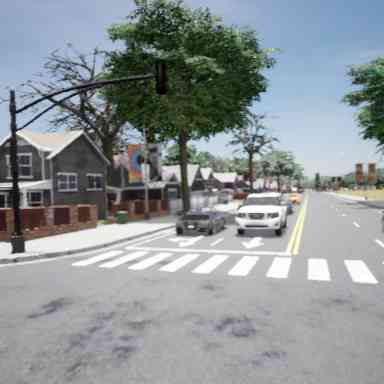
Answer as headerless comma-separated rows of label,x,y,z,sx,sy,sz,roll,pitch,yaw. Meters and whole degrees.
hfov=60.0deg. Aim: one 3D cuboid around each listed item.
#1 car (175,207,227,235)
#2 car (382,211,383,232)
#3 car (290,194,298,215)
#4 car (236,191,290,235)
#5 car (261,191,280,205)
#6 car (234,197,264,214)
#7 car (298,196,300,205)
car,0.581,1.524,18.469,1.994,1.385,4.181,-2,0,19
car,9.834,1.223,14.798,1.837,1.490,4.892,-2,0,19
car,8.362,1.232,30.763,2.128,1.511,4.902,-2,0,19
car,3.910,1.095,18.162,2.150,2.045,5.566,-2,0,19
car,12.145,0.853,51.005,2.150,2.045,5.566,-2,0,19
car,5.728,1.301,33.060,2.128,1.511,4.902,-2,0,19
car,14.866,1.032,48.965,1.882,1.535,5.008,-1,0,20
